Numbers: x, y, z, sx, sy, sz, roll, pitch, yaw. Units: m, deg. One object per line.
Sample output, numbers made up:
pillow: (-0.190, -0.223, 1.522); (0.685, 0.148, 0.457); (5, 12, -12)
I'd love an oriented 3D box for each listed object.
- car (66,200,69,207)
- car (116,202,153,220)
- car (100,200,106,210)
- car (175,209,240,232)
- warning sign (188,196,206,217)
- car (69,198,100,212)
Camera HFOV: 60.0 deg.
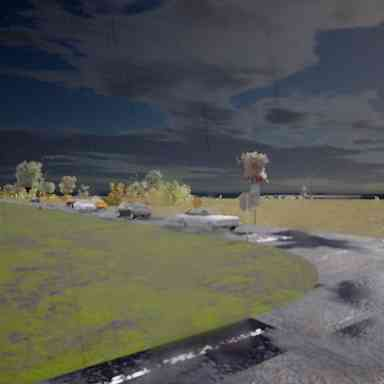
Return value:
car: (-19.577, 1.773, 55.347); (1.882, 1.535, 5.008); (1, -1, -35)
car: (-5.294, 1.684, 30.164); (1.837, 1.490, 4.892); (1, -1, -35)
car: (-13.805, 1.736, 47.250); (1.882, 1.535, 5.008); (0, 0, -34)
car: (0.918, 1.747, 21.348); (1.895, 1.301, 4.718); (1, 0, -35)
warning sign: (0.493, 1.325, 31.165); (1.300, 1.860, 1.060); (1, 0, -35)
car: (-13.712, 1.750, 42.135); (1.812, 1.442, 4.674); (0, 0, -35)
